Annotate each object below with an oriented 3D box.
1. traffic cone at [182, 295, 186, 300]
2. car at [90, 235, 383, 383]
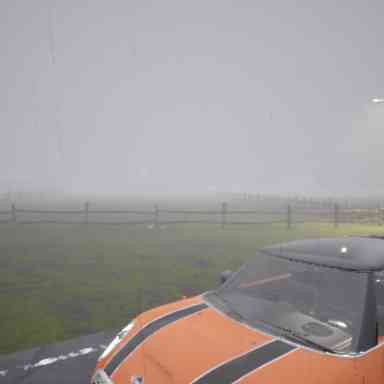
[{"bbox_3d":[-0.121,1.934,5.258,0.340,0.580,0.340,0,0,-34],"label":"traffic cone"},{"bbox_3d":[1.333,1.341,3.398,4.553,1.767,2.097,0,0,-34],"label":"car"}]
